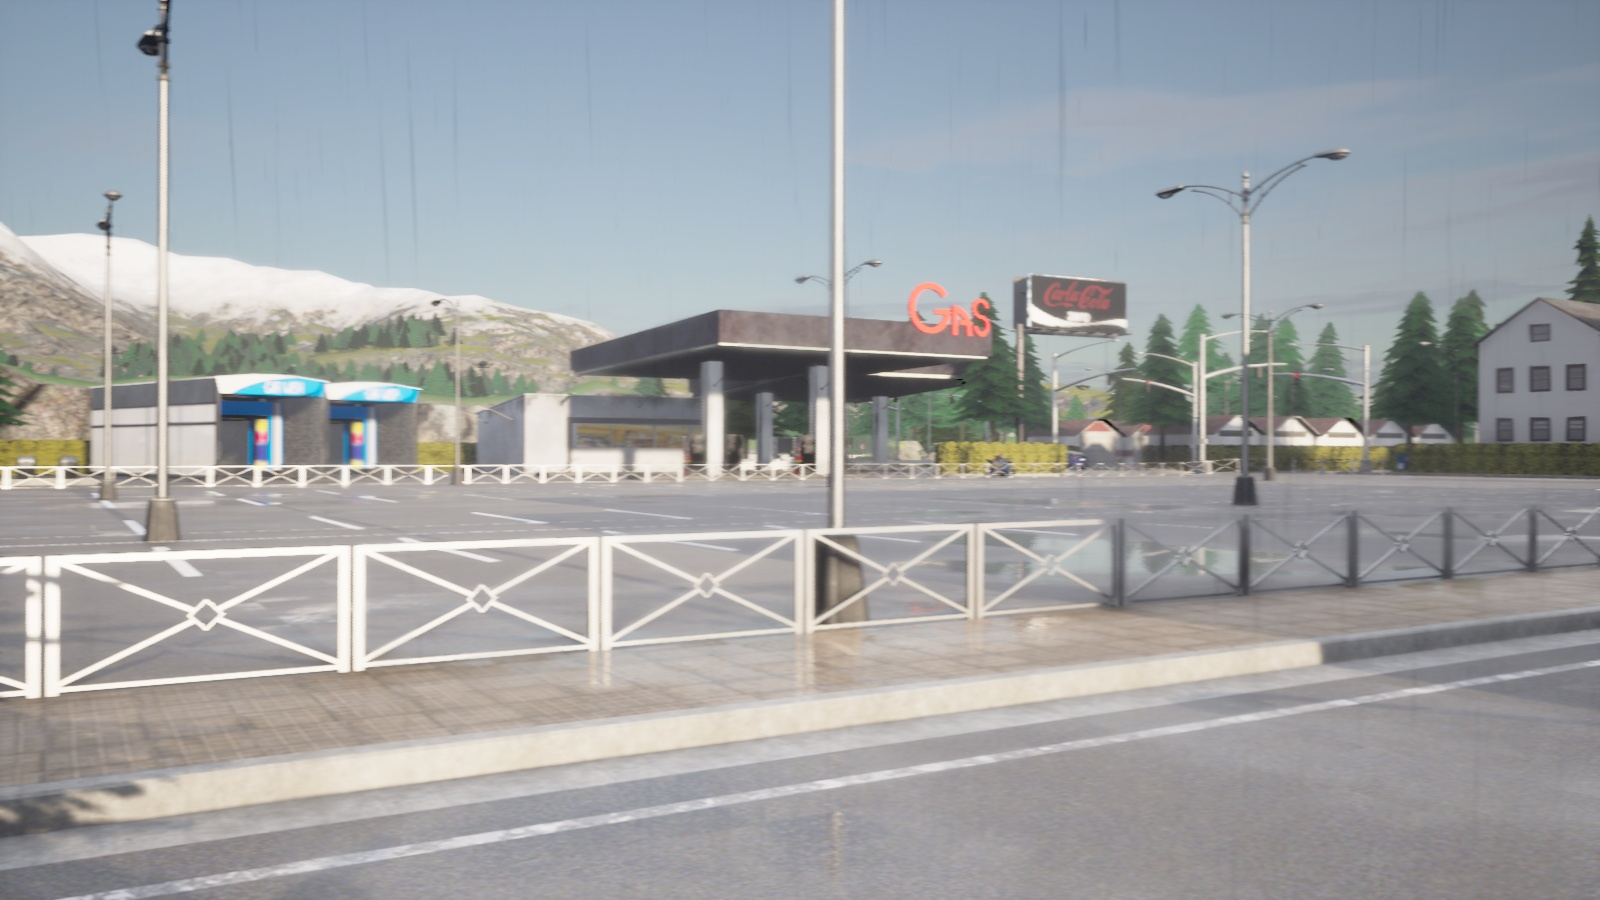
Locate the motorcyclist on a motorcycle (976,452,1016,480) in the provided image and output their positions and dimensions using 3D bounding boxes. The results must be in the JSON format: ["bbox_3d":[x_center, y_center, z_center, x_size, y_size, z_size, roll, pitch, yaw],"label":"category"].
[{"bbox_3d":[11.192,0.901,71.738,2.191,1.530,0.866,0,0,-31],"label":"motorcyclist on a motorcycle"}]

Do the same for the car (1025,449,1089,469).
[{"bbox_3d":[19.716,0.720,96.507,2.163,1.488,4.792,-1,-1,-30],"label":"car"}]
